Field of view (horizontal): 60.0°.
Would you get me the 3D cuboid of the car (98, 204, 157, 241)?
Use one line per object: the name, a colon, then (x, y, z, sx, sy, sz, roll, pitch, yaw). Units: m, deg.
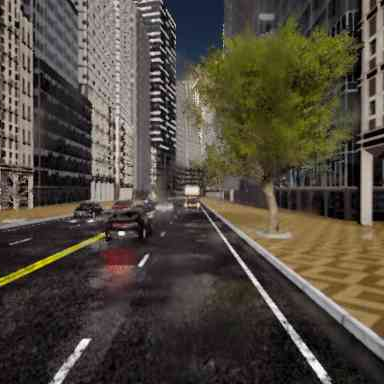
car: (-3.163, 1.617, 17.380, 1.837, 1.490, 4.892, 0, 0, 0)

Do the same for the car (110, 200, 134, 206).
car: (-6.592, 1.552, 31.775, 2.097, 1.767, 4.553, 0, 0, 0)

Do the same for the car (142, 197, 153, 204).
car: (-9.758, 1.872, 73.047, 2.128, 1.511, 4.902, 0, 0, 0)

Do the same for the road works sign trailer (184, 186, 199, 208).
road works sign trailer: (0.000, 0.811, 54.295, 2.380, 3.560, 2.880, 0, 0, 1)

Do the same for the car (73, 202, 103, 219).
car: (-9.844, 1.707, 31.873, 1.837, 1.490, 4.892, 0, -1, 0)

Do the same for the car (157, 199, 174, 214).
car: (-3.155, 1.852, 39.624, 1.895, 1.301, 4.718, 0, 0, 0)
